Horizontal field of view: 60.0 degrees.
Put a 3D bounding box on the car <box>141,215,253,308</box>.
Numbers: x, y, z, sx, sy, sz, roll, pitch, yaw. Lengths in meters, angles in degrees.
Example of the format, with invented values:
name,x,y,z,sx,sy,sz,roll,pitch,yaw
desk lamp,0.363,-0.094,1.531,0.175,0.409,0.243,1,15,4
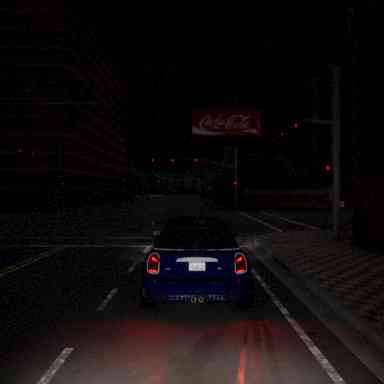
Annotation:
name,x,y,z,sx,sy,sz,roll,pitch,yaw
car,0.086,1.352,8.058,2.097,1.767,4.553,0,0,0
